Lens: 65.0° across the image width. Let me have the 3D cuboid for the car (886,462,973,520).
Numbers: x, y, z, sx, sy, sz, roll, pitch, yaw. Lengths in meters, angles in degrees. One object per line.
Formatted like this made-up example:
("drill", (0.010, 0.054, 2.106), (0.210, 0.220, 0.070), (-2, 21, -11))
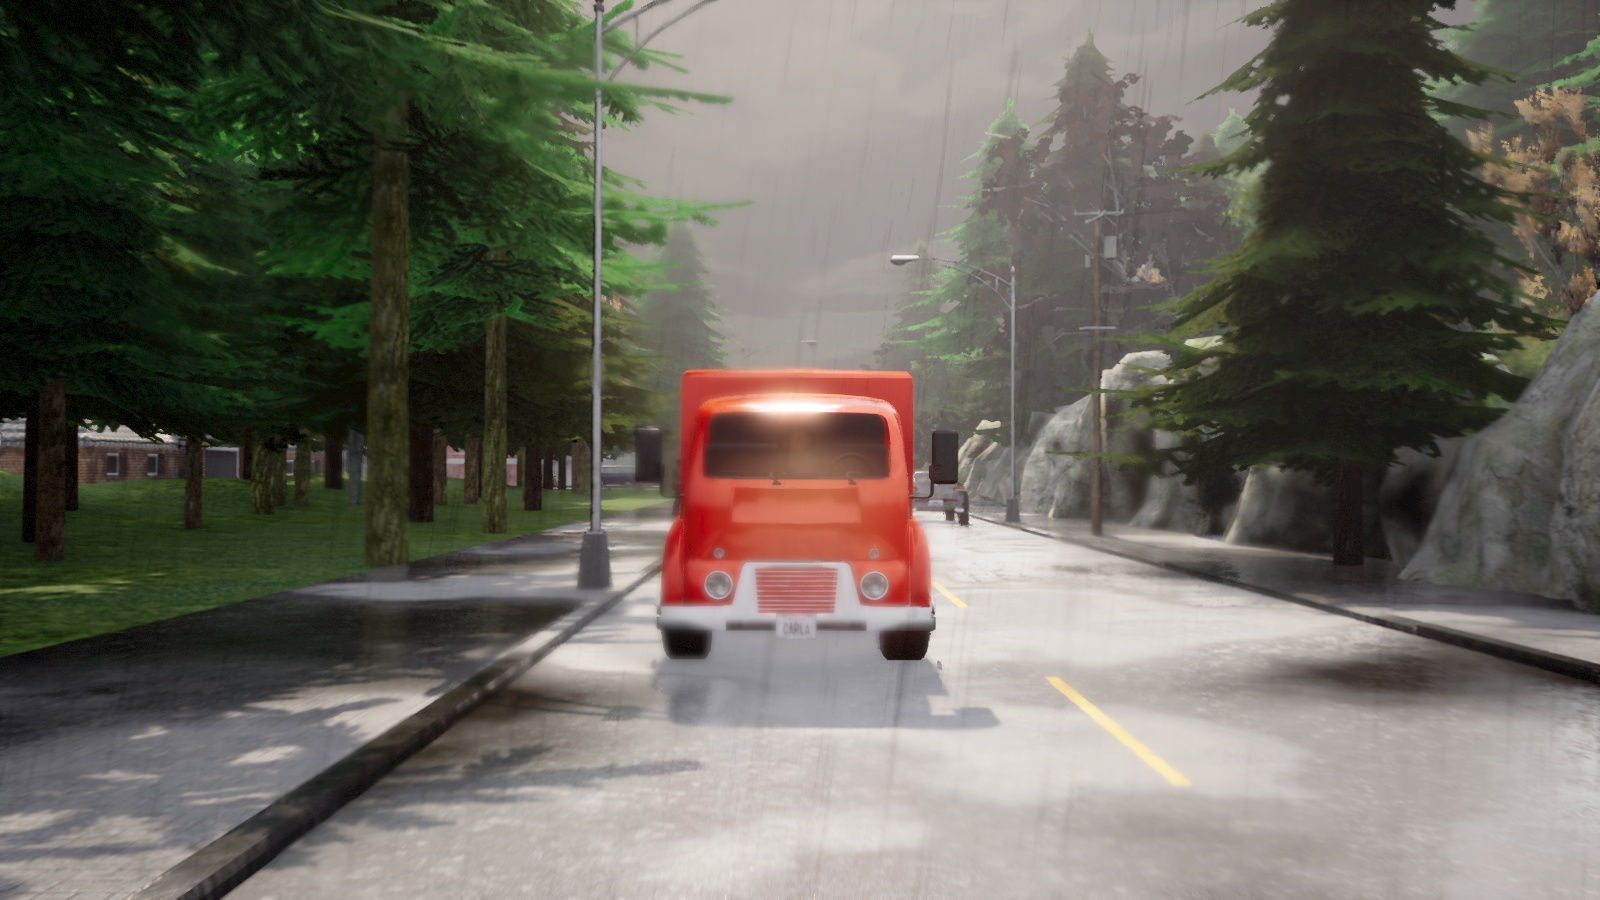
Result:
("car", (3.908, 1.224, 38.677), (2.152, 1.651, 5.027), (0, -1, 0))

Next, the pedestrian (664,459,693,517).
("pedestrian", (-3.846, 1.205, 39.743), (0.869, 1.805, 0.328), (-1, -1, 20))

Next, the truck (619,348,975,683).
("truck", (-0.030, 0.527, 11.896), (2.627, 2.467, 5.204), (0, -1, 0))
